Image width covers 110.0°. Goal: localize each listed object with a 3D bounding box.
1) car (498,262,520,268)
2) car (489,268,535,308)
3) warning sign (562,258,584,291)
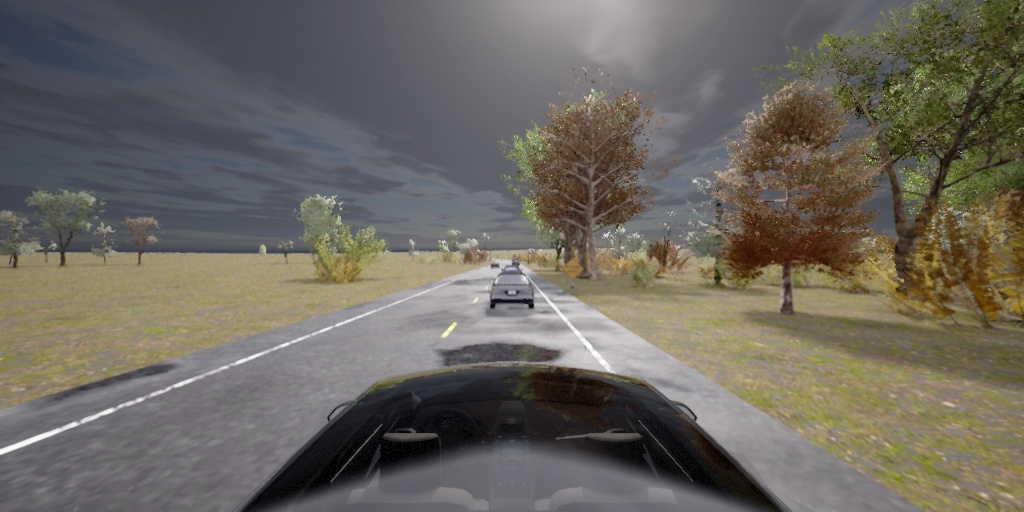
[{"bbox_3d":[0.006,1.532,31.236,1.812,1.442,4.674,0,0,0],"label":"car"},{"bbox_3d":[0.001,1.422,15.830,2.033,1.411,5.357,0,0,0],"label":"car"},{"bbox_3d":[3.550,1.036,21.115,1.300,1.860,1.060,0,0,0],"label":"warning sign"}]
